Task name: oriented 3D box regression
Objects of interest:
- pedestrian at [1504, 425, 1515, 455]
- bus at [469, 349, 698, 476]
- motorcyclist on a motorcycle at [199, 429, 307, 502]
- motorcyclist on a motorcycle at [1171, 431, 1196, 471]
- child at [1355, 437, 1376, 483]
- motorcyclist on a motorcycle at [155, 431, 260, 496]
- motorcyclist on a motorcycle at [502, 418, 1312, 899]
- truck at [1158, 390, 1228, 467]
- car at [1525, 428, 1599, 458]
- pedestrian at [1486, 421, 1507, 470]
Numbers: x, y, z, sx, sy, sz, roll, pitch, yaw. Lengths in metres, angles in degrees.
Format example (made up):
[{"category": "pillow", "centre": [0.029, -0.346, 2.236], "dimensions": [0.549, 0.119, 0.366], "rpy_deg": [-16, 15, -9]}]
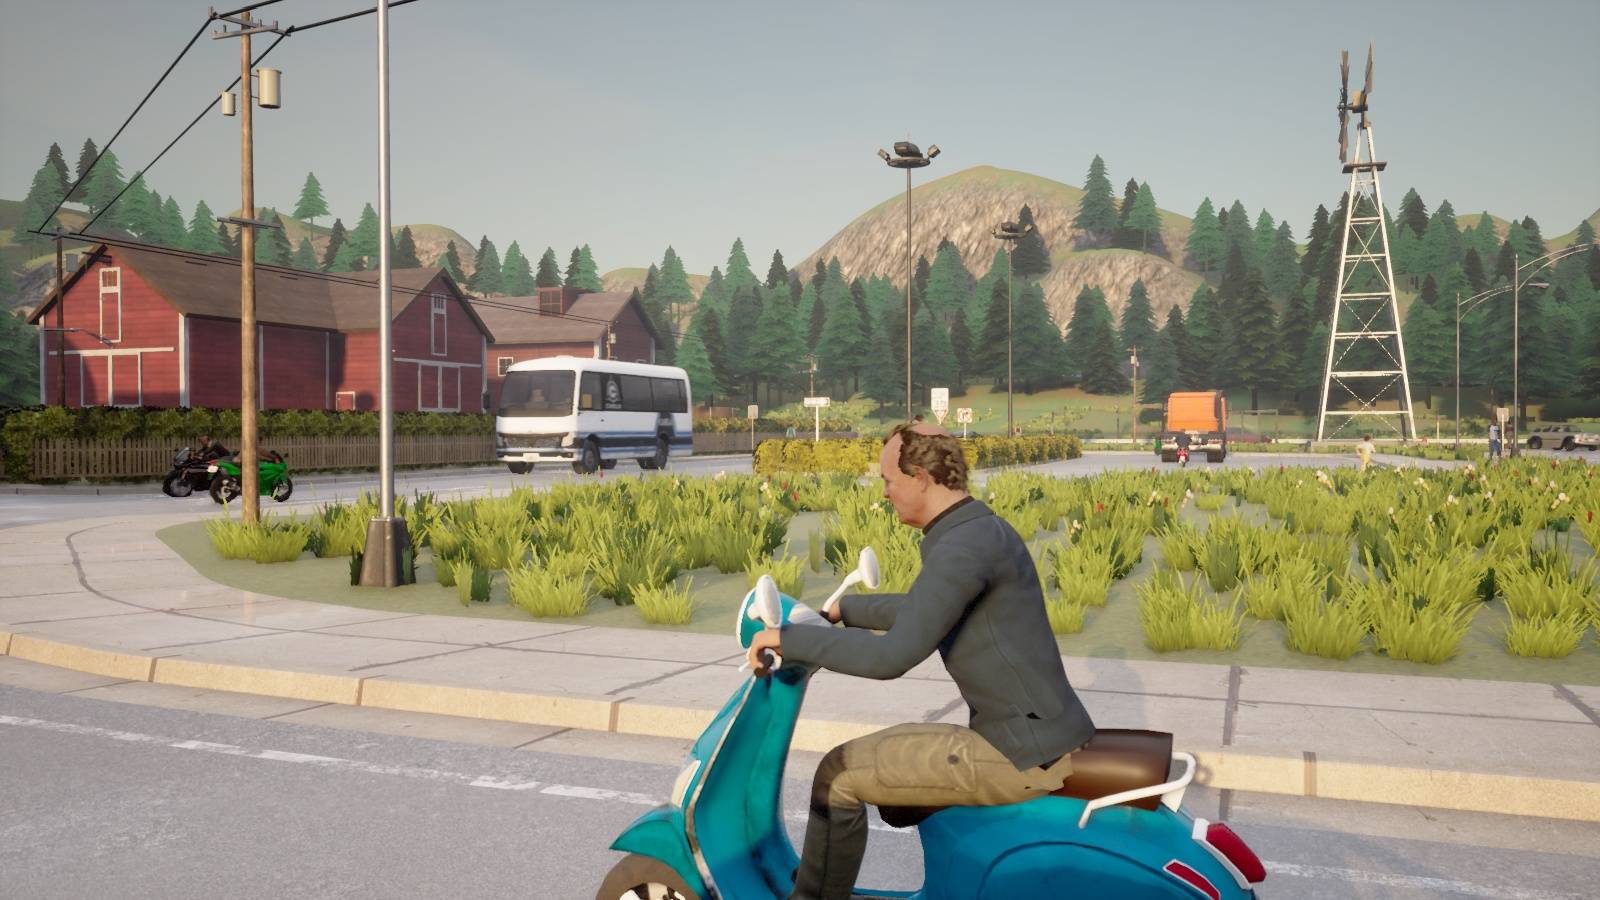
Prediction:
[{"category": "pedestrian", "centre": [45.005, -0.625, 79.683], "dimensions": [0.402, 1.930, 0.666], "rpy_deg": [0, 1, 10]}, {"category": "bus", "centre": [-7.810, -1.341, 47.546], "dimensions": [3.944, 4.253, 10.273], "rpy_deg": [1, 1, 20]}, {"category": "motorcyclist on a motorcycle", "centre": [-11.858, 0.326, 27.288], "dimensions": [0.797, 1.523, 2.044], "rpy_deg": [0, 0, 32]}, {"category": "motorcyclist on a motorcycle", "centre": [15.520, 0.025, 50.810], "dimensions": [0.866, 1.590, 1.817], "rpy_deg": [1, 1, 20]}, {"category": "child", "centre": [15.518, 0.269, 34.445], "dimensions": [0.437, 1.263, 0.270], "rpy_deg": [0, 1, -17]}, {"category": "motorcyclist on a motorcycle", "centre": [-14.474, 0.315, 30.724], "dimensions": [0.866, 1.530, 2.191], "rpy_deg": [0, 0, 33]}, {"category": "motorcyclist on a motorcycle", "centre": [0.276, 0.730, 3.156], "dimensions": [1.817, 1.590, 0.866], "rpy_deg": [1, 1, 21]}, {"category": "truck", "centre": [19.194, -1.057, 60.973], "dimensions": [2.891, 3.462, 7.936], "rpy_deg": [1, 1, 20]}, {"category": "car", "centre": [48.937, -0.460, 80.344], "dimensions": [1.932, 1.855, 4.605], "rpy_deg": [1, 1, -9]}, {"category": "pedestrian", "centre": [26.167, -0.174, 47.189], "dimensions": [0.354, 1.836, 0.706], "rpy_deg": [0, 1, -6]}]
